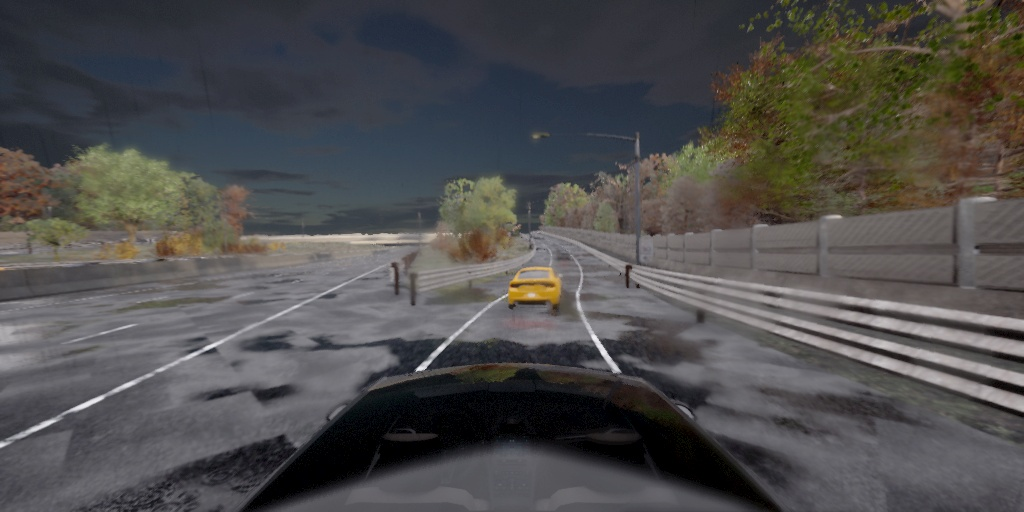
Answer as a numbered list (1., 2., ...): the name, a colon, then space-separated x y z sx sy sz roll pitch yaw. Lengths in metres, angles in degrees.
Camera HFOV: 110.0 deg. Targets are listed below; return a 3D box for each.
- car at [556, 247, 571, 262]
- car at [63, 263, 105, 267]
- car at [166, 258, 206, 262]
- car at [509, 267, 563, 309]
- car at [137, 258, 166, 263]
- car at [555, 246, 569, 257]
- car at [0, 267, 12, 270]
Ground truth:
1. car: 7.547 -0.049 52.331 1.837 1.490 4.892 -1 4 6
2. car: -35.422 1.263 29.570 2.033 1.411 5.357 -2 2 -14
3. car: -39.025 0.966 43.932 2.033 1.411 5.357 -2 2 -14
4. car: 1.087 1.198 14.964 1.882 1.535 5.008 -1 0 9
5. car: -42.185 1.044 42.130 1.837 1.490 4.892 -2 2 -14
6. car: 8.610 -0.775 62.331 2.033 1.411 5.357 -1 5 5
7. car: -37.856 1.374 24.847 1.882 1.535 5.008 -2 1 -14
